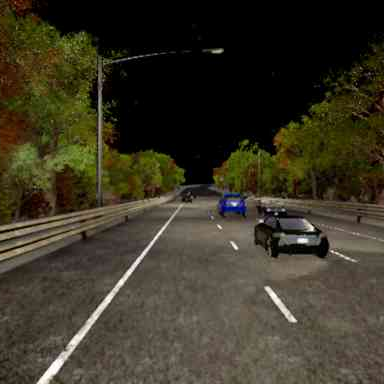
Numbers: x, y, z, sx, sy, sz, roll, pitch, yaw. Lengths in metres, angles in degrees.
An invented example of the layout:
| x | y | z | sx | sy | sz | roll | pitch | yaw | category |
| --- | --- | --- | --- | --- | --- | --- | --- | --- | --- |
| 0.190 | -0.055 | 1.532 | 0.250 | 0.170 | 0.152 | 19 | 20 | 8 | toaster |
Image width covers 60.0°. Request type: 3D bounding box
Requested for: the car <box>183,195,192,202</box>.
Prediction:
| x | y | z | sx | sy | sz | roll | pitch | yaw | category |
| --- | --- | --- | --- | --- | --- | --- | --- | --- | --- |
| -0.993 | 1.408 | 72.757 | 1.837 | 1.490 | 4.892 | 0 | 0 | 0 | car |

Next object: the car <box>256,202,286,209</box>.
| x | y | z | sx | sy | sz | roll | pitch | yaw | category |
| --- | --- | --- | --- | --- | --- | --- | --- | --- | --- |
| 7.123 | 1.564 | 30.505 | 1.895 | 1.301 | 4.718 | 0 | 0 | 0 | car |

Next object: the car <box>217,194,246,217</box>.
| x | y | z | sx | sy | sz | roll | pitch | yaw | category |
| --- | --- | --- | --- | --- | --- | --- | --- | --- | --- |
| 3.625 | 1.182 | 31.010 | 2.150 | 2.045 | 5.566 | 0 | 0 | 0 | car |

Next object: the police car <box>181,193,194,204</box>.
| x | y | z | sx | sy | sz | roll | pitch | yaw | category |
| --- | --- | --- | --- | --- | --- | --- | --- | --- | --- |
| -1.001 | 1.341 | 62.865 | 1.930 | 1.638 | 5.238 | 0 | 0 | 0 | police car |

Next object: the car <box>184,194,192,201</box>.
| x | y | z | sx | sy | sz | roll | pitch | yaw | category |
| --- | --- | --- | --- | --- | --- | --- | --- | --- | --- |
| -0.988 | 1.351 | 78.949 | 1.801 | 1.575 | 5.366 | 0 | 0 | 0 | car |

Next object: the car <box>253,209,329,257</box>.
| x | y | z | sx | sy | sz | roll | pitch | yaw | category |
| --- | --- | --- | --- | --- | --- | --- | --- | --- | --- |
| 3.608 | 1.549 | 12.815 | 1.994 | 1.385 | 4.181 | 0 | 0 | 0 | car |
